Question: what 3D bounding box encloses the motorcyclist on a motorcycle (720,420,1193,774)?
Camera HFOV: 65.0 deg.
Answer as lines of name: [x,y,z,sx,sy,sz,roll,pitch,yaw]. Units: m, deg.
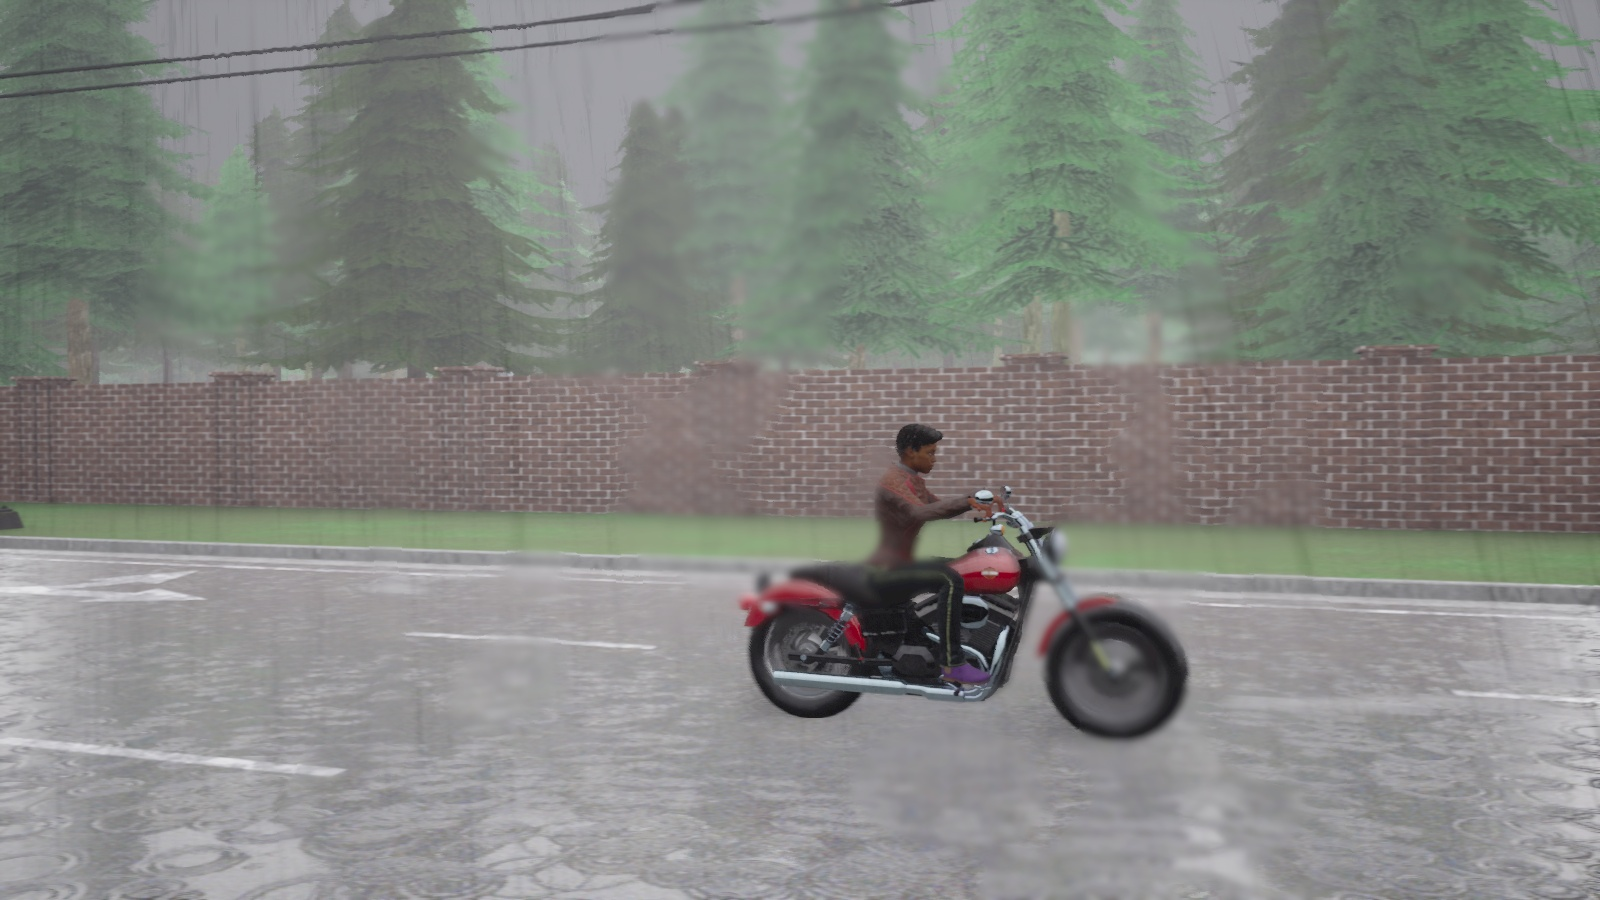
motorcyclist on a motorcycle: [0.820,0.674,6.609,2.350,1.649,0.766,1,1,19]
